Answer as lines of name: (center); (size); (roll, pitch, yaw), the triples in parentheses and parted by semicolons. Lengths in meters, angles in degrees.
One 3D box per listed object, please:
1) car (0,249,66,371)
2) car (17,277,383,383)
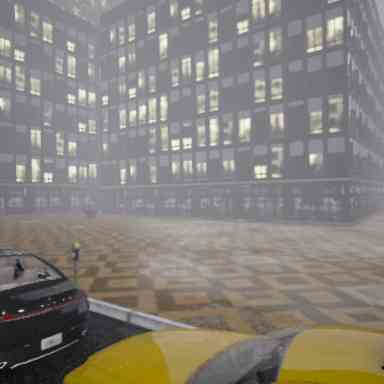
car: (-3.486, 1.610, 5.329); (4.403, 1.369, 2.008); (-1, -1, 36)
car: (1.009, 1.528, 2.127); (4.829, 1.417, 1.752); (-1, -1, 36)
